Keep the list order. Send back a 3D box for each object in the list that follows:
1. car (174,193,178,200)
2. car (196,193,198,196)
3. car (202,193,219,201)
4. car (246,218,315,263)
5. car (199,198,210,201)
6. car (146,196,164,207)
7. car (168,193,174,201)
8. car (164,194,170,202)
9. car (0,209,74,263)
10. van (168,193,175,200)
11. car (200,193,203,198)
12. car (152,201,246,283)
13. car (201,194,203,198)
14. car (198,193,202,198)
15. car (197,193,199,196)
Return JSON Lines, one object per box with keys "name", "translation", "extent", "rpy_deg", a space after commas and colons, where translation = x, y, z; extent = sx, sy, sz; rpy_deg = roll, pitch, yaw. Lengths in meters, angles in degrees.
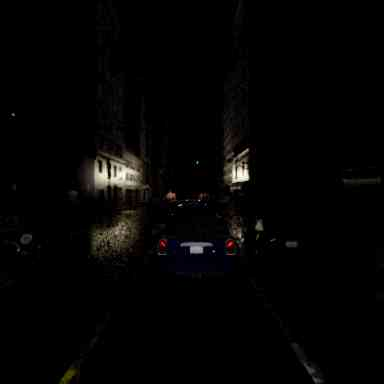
{"name": "car", "translation": [-5.562, 1.179, 86.574], "extent": [2.192, 1.841, 5.009], "rpy_deg": [0, 0, 0]}
{"name": "car", "translation": [2.962, 1.179, 86.564], "extent": [2.192, 1.841, 5.009], "rpy_deg": [0, 0, 0]}
{"name": "car", "translation": [2.893, 1.319, 48.701], "extent": [1.967, 1.590, 4.097], "rpy_deg": [0, 0, 0]}
{"name": "car", "translation": [2.857, 1.529, 11.611], "extent": [1.947, 1.339, 4.313], "rpy_deg": [0, 0, 0]}
{"name": "car", "translation": [0.103, 1.414, 24.986], "extent": [1.882, 1.535, 5.008], "rpy_deg": [0, 0, 0]}
{"name": "car", "translation": [-5.632, 1.461, 48.715], "extent": [1.802, 1.307, 4.206], "rpy_deg": [0, 0, 0]}
{"name": "car", "translation": [-5.582, 1.383, 75.587], "extent": [1.752, 1.417, 4.829], "rpy_deg": [0, 0, 0]}
{"name": "car", "translation": [-5.611, 1.415, 59.531], "extent": [2.008, 1.369, 4.403], "rpy_deg": [0, 0, 0]}
{"name": "car", "translation": [-5.669, 1.403, 11.612], "extent": [1.967, 1.590, 4.097], "rpy_deg": [0, 0, 0]}
{"name": "van", "translation": [-5.552, 1.211, 91.983], "extent": [1.690, 1.788, 3.998], "rpy_deg": [0, 0, 0]}
{"name": "car", "translation": [2.914, 1.415, 59.519], "extent": [2.008, 1.369, 4.403], "rpy_deg": [0, 0, 0]}
{"name": "car", "translation": [0.103, 1.322, 9.689], "extent": [2.097, 1.767, 4.553], "rpy_deg": [0, 0, 0]}
{"name": "car", "translation": [2.903, 1.396, 54.280], "extent": [1.752, 1.417, 4.829], "rpy_deg": [0, 0, 0]}
{"name": "car", "translation": [2.933, 1.298, 70.337], "extent": [1.967, 1.590, 4.097], "rpy_deg": [0, 0, 0]}
{"name": "car", "translation": [2.953, 1.300, 81.155], "extent": [1.967, 1.590, 4.097], "rpy_deg": [0, 0, 0]}
